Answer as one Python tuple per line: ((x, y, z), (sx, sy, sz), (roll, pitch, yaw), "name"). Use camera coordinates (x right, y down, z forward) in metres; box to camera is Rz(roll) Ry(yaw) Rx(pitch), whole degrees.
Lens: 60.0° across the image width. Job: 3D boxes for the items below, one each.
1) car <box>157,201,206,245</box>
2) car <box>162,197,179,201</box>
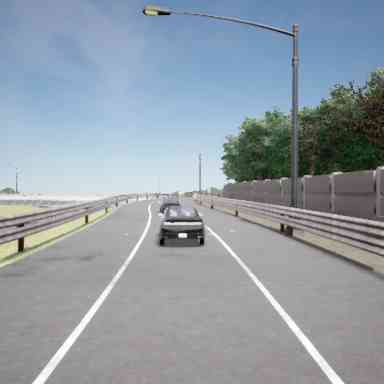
((-0.495, 1.377, 14.808), (2.128, 1.511, 4.902), (0, 1, -4), "car")
((-1.978, 1.244, 29.869), (1.837, 1.490, 4.892), (0, 1, -8), "car")
